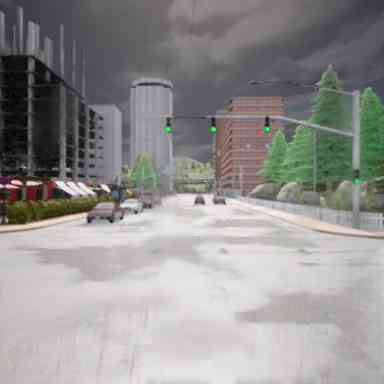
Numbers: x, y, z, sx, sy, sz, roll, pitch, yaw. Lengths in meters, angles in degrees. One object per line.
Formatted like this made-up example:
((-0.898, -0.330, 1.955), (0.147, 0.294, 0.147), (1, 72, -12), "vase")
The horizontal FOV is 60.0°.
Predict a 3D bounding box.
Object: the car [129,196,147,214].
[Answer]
((-6.184, 1.457, 34.050), (1.812, 1.442, 4.674), (0, 0, 1), "car")

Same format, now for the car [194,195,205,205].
((1.310, 1.499, 56.826), (1.895, 1.301, 4.718), (0, 0, 1), "car")

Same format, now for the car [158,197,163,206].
((-5.825, 1.461, 52.981), (1.994, 1.385, 4.181), (0, 0, 1), "car")

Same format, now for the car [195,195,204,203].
((1.469, 1.393, 66.012), (1.837, 1.490, 4.892), (0, 0, 1), "car")

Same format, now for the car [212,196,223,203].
((4.969, 1.499, 65.981), (1.895, 1.301, 4.718), (0, 0, 1), "car")

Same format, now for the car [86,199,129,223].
((-6.359, 1.473, 24.958), (1.812, 1.442, 4.674), (0, 0, 2), "car")

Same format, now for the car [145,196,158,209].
((-6.021, 1.267, 43.057), (2.097, 1.767, 4.553), (0, 0, 1), "car")

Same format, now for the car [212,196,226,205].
((4.815, 1.427, 57.084), (1.812, 1.442, 4.674), (0, 0, 1), "car")
